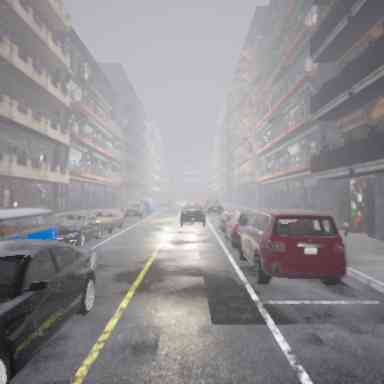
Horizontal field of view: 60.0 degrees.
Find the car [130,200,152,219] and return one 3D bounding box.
[{"bbox_3d":[-5.354,1.772,31.782,2.008,1.369,4.403,1,0,0],"label":"car"}]

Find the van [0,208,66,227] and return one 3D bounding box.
[{"bbox_3d":[-5.314,1.396,9.527,1.690,1.788,3.998,1,0,0],"label":"van"}]

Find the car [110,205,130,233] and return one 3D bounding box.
[{"bbox_3d":[-5.335,1.658,20.483,1.752,1.417,4.829,1,0,0],"label":"car"}]

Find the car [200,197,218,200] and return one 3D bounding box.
[{"bbox_3d":[2.511,1.625,42.957,2.192,1.841,5.009,1,0,0],"label":"car"}]

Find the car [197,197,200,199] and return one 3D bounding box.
[{"bbox_3d":[2.445,2.160,82.070,1.752,1.417,4.829,1,-1,0],"label":"car"}]

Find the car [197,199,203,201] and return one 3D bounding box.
[{"bbox_3d":[0.034,1.861,41.425,1.994,1.385,4.181,0,0,0],"label":"car"}]

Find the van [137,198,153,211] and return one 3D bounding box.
[{"bbox_3d":[-5.360,1.606,37.347,1.690,1.788,3.998,1,0,0],"label":"van"}]

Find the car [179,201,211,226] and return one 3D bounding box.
[{"bbox_3d":[0.060,1.660,24.938,2.128,1.511,4.902,0,0,0],"label":"car"}]

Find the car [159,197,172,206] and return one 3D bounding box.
[{"bbox_3d":[-5.407,2.013,64.996,1.752,1.417,4.829,1,0,0],"label":"car"}]

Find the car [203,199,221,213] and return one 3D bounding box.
[{"bbox_3d":[2.517,1.832,37.390,1.947,1.339,4.313,1,0,0],"label":"car"}]

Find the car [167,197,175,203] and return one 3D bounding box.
[{"bbox_3d":[-5.442,2.122,87.422,1.967,1.590,4.097,1,-1,0],"label":"car"}]

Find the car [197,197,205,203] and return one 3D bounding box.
[{"bbox_3d":[2.429,2.175,93.027,1.967,1.590,4.097,1,-1,0],"label":"car"}]

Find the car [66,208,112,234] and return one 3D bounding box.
[{"bbox_3d":[-5.327,1.644,15.091,2.008,1.369,4.403,1,0,0],"label":"car"}]

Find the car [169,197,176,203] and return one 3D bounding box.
[{"bbox_3d":[-5.452,2.258,92.814,1.752,1.417,4.829,1,-1,0],"label":"car"}]

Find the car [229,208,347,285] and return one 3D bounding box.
[{"bbox_3d":[2.565,1.371,9.576,2.192,1.841,5.009,1,0,0],"label":"car"}]

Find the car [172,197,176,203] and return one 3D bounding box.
[{"bbox_3d":[-5.426,2.149,76.292,1.947,1.339,4.313,1,0,0],"label":"car"}]

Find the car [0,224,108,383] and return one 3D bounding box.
[{"bbox_3d":[-2.854,1.505,4.824,1.882,1.535,5.008,0,0,0],"label":"car"}]

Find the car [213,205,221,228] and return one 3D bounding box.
[{"bbox_3d":[2.543,1.717,20.699,1.802,1.307,4.206,1,0,0],"label":"car"}]

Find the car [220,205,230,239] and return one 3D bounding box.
[{"bbox_3d":[2.554,1.535,15.140,1.967,1.590,4.097,1,0,0],"label":"car"}]
